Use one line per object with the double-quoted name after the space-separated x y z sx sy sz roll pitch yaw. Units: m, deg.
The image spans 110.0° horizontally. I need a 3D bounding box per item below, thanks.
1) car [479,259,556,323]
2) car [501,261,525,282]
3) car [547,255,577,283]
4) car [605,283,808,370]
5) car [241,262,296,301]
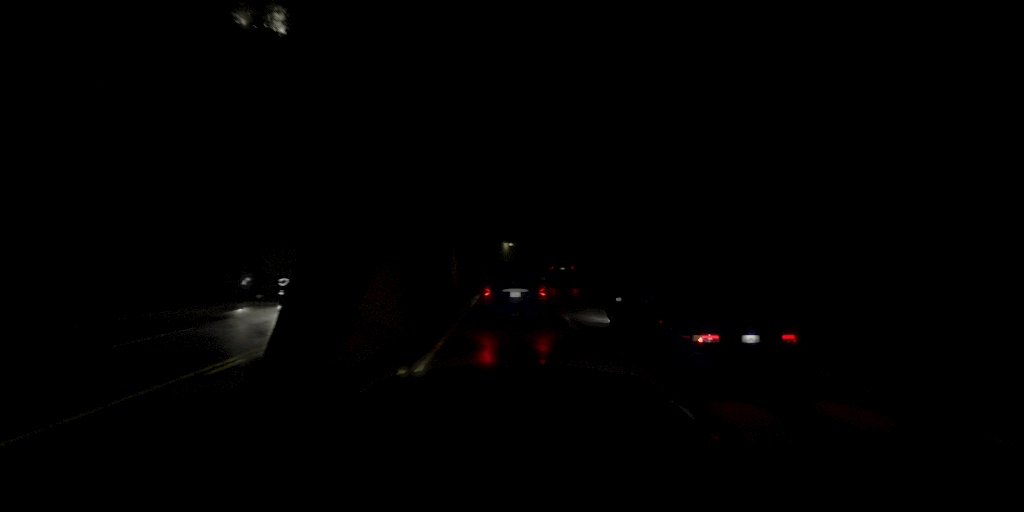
0.098 1.103 12.191 2.097 1.767 4.553 0 0 0 "car"
0.092 1.232 30.295 1.882 1.535 5.008 0 0 0 "car"
3.594 0.975 27.942 2.150 2.045 5.566 0 0 0 "car"
3.599 1.298 7.917 2.033 1.411 5.357 0 0 0 "car"
-10.603 1.104 17.286 2.097 1.767 4.553 0 0 0 "car"
